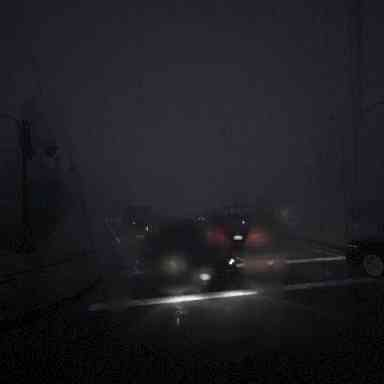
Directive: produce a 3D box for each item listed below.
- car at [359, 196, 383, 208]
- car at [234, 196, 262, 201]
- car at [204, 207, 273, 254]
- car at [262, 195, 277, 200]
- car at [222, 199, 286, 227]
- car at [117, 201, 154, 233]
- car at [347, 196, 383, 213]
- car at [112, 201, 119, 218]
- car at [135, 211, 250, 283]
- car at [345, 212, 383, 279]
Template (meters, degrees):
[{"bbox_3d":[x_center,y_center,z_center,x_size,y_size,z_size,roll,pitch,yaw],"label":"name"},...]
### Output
[{"bbox_3d":[23.893,1.273,43.200,1.845,1.501,3.633,0,0,-17],"label":"car"},{"bbox_3d":[7.347,1.287,46.166,2.007,1.523,4.514,0,0,-17],"label":"car"},{"bbox_3d":[1.349,1.538,13.396,2.033,1.411,5.357,0,0,-4],"label":"car"},{"bbox_3d":[10.335,1.277,47.123,2.152,1.636,5.027,0,0,-17],"label":"car"},{"bbox_3d":[2.845,1.466,19.898,5.357,1.411,2.033,-3,1,-15],"label":"car"},{"bbox_3d":[-3.106,1.529,19.950,2.033,1.411,5.357,0,0,-17],"label":"car"},{"bbox_3d":[15.588,1.355,29.211,1.970,1.475,3.806,0,0,-17],"label":"car"},{"bbox_3d":[-6.269,1.514,30.101,2.033,1.411,5.357,0,0,-17],"label":"car"},{"bbox_3d":[-0.370,1.542,10.116,2.033,1.411,5.357,0,0,-15],"label":"car"},{"bbox_3d":[6.532,1.475,8.247,5.008,1.535,1.882,0,0,39],"label":"car"}]
